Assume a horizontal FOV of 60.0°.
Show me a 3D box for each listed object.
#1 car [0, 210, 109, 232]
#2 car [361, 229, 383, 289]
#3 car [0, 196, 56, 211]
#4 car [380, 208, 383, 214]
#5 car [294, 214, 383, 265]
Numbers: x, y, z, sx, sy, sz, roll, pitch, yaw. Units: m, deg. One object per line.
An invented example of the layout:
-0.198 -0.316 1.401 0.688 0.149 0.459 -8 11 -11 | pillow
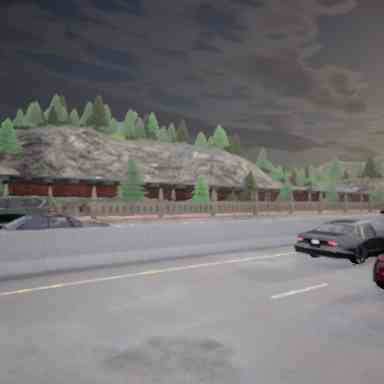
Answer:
-5.808 1.563 12.747 5.357 1.411 2.033 1 0 -36 | car
6.358 1.707 8.280 4.181 1.385 1.994 1 -1 -35 | car
-10.326 1.229 18.122 5.566 2.045 2.150 1 0 -35 | car
24.266 2.229 38.397 5.008 1.535 1.882 1 -1 -34 | car
6.104 1.732 12.397 5.357 1.411 2.033 1 -1 -35 | car
